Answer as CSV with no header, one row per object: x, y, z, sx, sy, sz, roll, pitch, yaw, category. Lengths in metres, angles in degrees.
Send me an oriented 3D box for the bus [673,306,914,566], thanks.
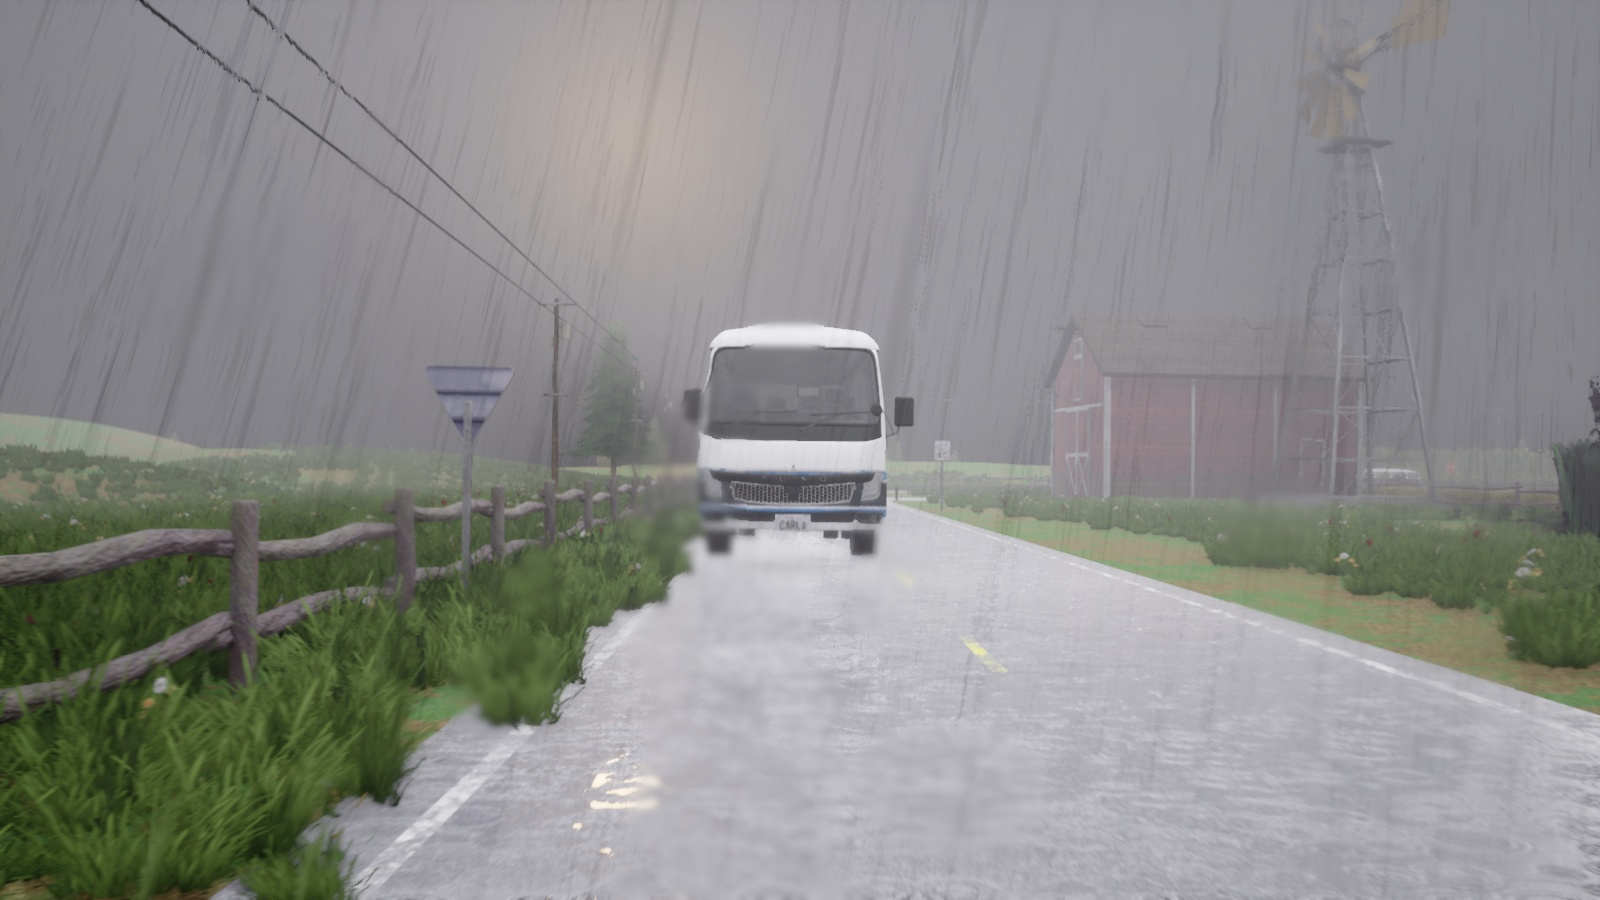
-0.169,-0.146,25.719,3.944,4.253,10.273,0,-1,-1,bus
